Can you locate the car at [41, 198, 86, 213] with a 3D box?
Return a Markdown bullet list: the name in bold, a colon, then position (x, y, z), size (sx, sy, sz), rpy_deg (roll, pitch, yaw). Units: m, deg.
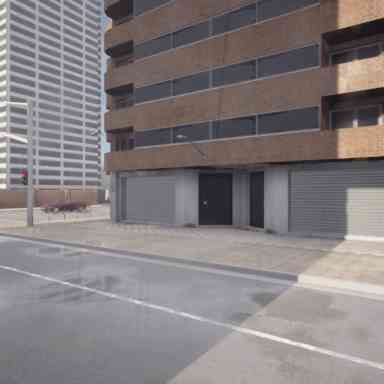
- **car**: position (-14.151, 1.478, 36.930), size (1.882, 1.535, 5.008), rpy_deg (0, 0, 35)
